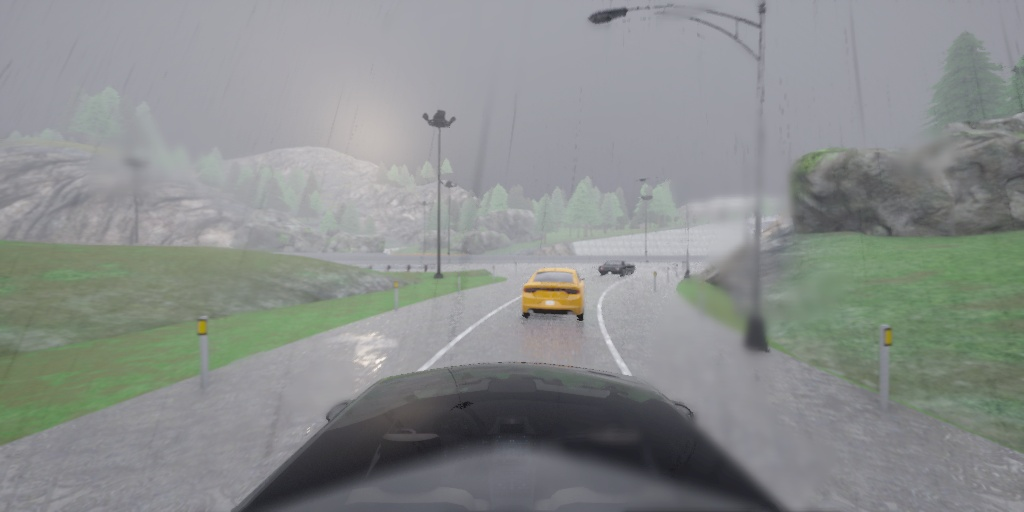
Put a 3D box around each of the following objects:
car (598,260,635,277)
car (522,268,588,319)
[{"bbox_3d":[8.824,1.010,29.841,1.895,1.301,4.718,1,1,32],"label":"car"},{"bbox_3d":[1.592,1.154,12.623,1.882,1.535,5.008,1,1,12],"label":"car"}]
